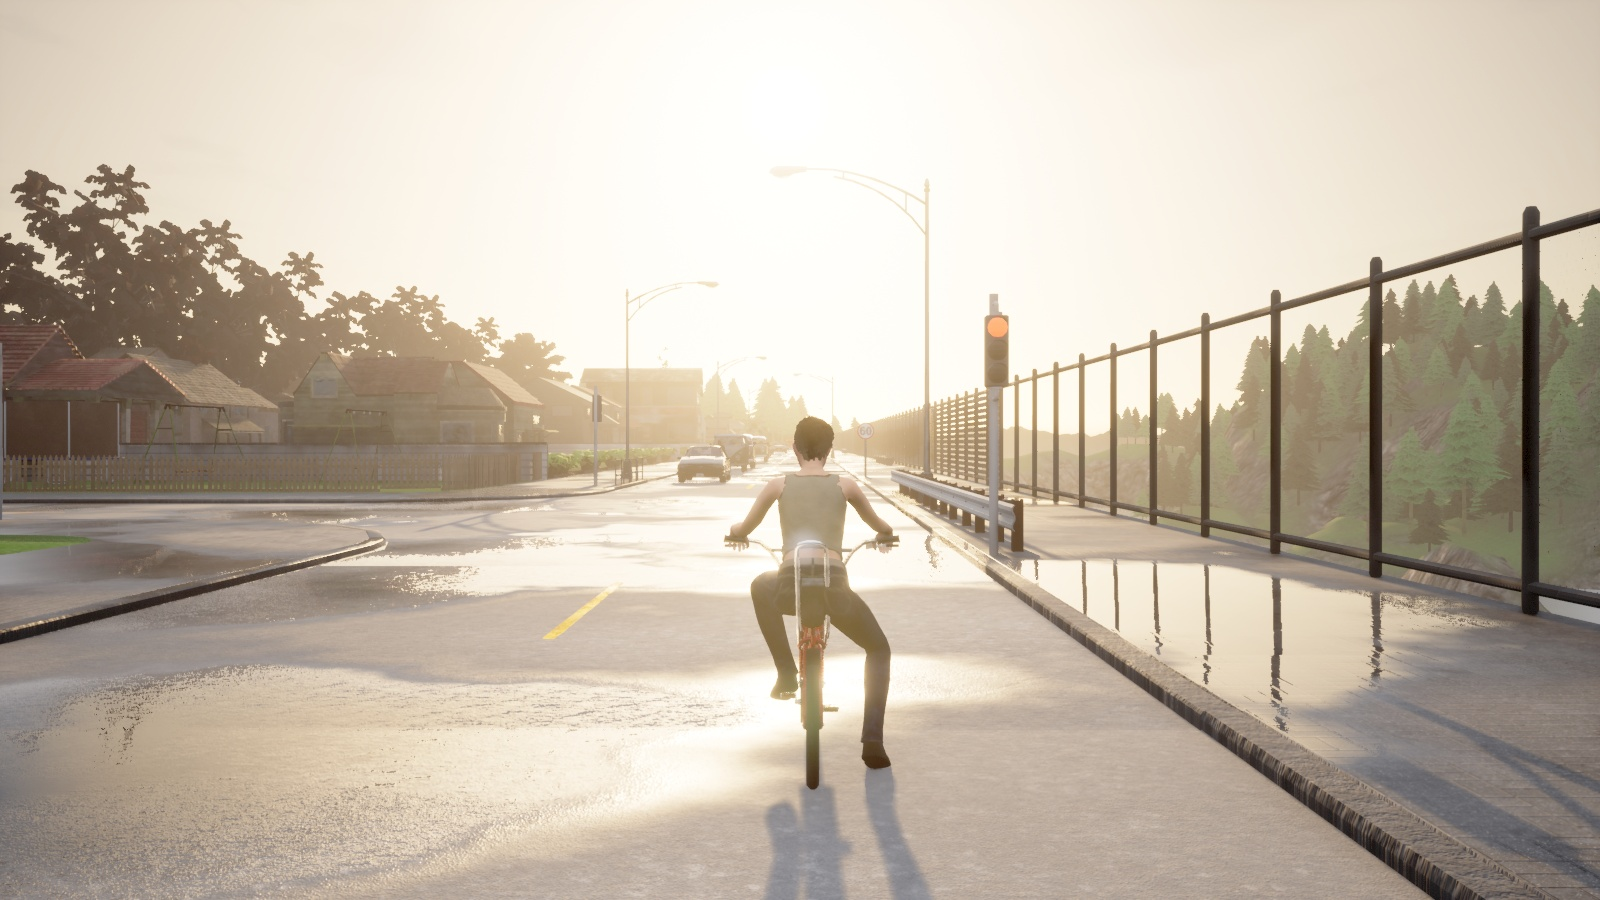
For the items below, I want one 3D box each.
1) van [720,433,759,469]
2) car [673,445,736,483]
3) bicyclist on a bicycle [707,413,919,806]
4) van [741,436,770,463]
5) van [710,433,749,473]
[{"bbox_3d":[-3.543,0.049,73.999,2.069,2.038,4.480,0,0,0],"label":"van"},{"bbox_3d":[-3.690,0.513,49.200,2.033,1.411,5.357,0,0,0],"label":"car"},{"bbox_3d":[0.056,0.650,5.898,0.866,1.612,1.509,0,0,0],"label":"bicyclist on a bicycle"},{"bbox_3d":[-3.411,-0.083,97.508,2.069,2.038,4.480,0,0,0],"label":"van"},{"bbox_3d":[-3.597,0.131,64.813,1.775,1.987,4.442,0,0,0],"label":"van"}]
